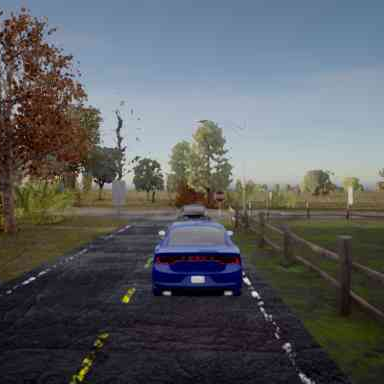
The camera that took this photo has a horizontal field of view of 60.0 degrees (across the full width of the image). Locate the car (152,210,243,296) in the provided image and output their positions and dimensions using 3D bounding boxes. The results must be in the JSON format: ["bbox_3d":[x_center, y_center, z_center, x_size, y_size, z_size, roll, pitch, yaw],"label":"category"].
[{"bbox_3d":[0.106,1.472,8.657,1.882,1.535,5.008,0,0,0],"label":"car"}]

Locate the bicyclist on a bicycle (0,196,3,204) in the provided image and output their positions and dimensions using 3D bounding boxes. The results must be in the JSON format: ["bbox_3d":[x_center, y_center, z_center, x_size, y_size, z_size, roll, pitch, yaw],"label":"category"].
[{"bbox_3d":[-22.643,1.080,39.226,0.582,1.620,1.656,1,0,0],"label":"bicyclist on a bicycle"}]

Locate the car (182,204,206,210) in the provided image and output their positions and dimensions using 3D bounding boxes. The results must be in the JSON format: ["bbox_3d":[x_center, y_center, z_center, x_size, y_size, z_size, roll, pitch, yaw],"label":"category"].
[{"bbox_3d":[0.114,1.493,19.666,1.837,1.490,4.892,0,0,0],"label":"car"}]
